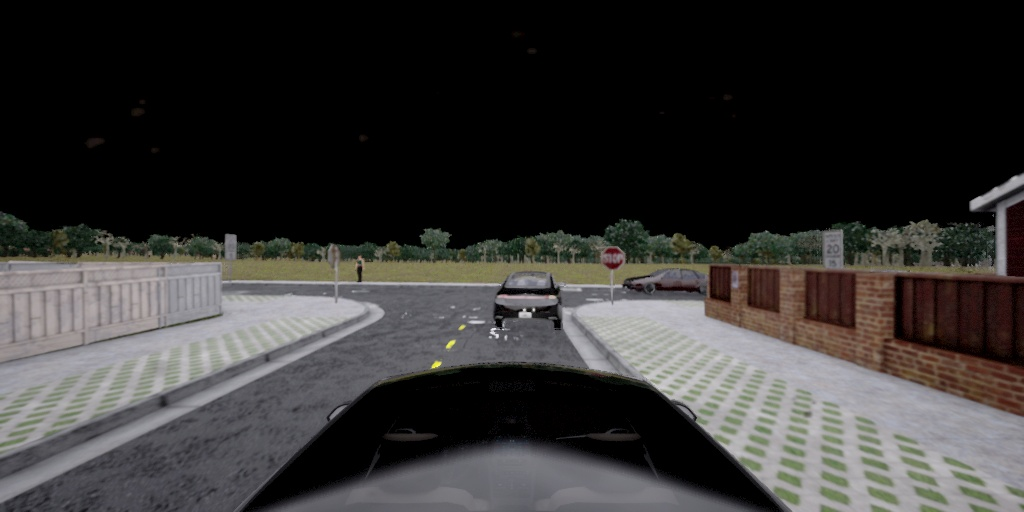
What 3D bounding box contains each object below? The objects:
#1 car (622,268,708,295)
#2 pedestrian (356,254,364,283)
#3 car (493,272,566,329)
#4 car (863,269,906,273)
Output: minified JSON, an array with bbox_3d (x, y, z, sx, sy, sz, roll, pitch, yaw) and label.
[{"bbox_3d":[9.038,1.404,20.116,5.357,1.411,2.033,1,0,0],"label":"car"},{"bbox_3d":[-9.708,0.778,22.900,0.375,1.860,0.375,0,-1,0],"label":"pedestrian"},{"bbox_3d":[0.628,1.226,11.184,2.128,1.511,4.902,0,0,7],"label":"car"},{"bbox_3d":[20.448,1.481,20.187,4.902,1.511,2.128,1,0,0],"label":"car"}]
